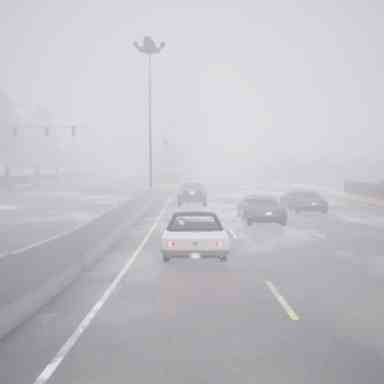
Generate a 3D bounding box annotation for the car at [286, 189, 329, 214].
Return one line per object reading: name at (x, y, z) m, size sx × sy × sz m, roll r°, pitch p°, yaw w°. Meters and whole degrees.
car at (7.028, 0.482, 21.179) m, size 1.994 × 1.385 × 4.181 m, roll 0°, pitch 5°, yaw 0°

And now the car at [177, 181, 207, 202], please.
car at (0.006, -0.055, 24.892) m, size 2.097 × 1.767 × 4.553 m, roll 0°, pitch 5°, yaw 0°

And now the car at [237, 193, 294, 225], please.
car at (3.547, 0.807, 17.391) m, size 1.994 × 1.385 × 4.181 m, roll 0°, pitch 5°, yaw 0°

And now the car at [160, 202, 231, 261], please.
car at (0.079, 1.275, 10.939) m, size 1.895 × 1.301 × 4.718 m, roll 0°, pitch 3°, yaw 0°
